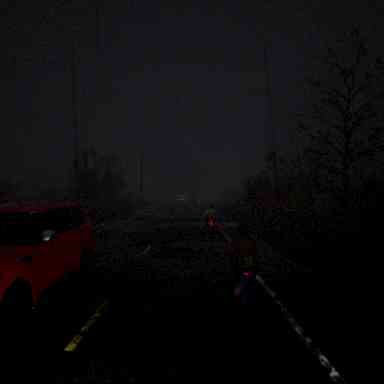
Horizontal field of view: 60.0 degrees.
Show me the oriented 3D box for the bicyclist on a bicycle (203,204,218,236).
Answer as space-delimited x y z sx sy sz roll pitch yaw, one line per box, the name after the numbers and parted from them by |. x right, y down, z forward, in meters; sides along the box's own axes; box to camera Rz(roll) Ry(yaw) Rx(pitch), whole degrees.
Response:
0.988 1.439 17.421 0.866 1.612 1.509 0 0 0 | bicyclist on a bicycle

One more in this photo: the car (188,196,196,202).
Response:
-0.007 1.661 77.698 1.895 1.301 4.718 0 0 0 | car

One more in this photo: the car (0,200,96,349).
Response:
-3.600 1.221 6.605 2.150 2.045 5.566 0 0 0 | car

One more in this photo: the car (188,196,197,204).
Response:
0.071 1.590 64.204 2.033 1.411 5.357 0 0 0 | car

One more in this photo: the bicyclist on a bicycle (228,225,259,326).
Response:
0.959 1.452 6.122 0.582 1.620 1.656 0 0 0 | bicyclist on a bicycle
